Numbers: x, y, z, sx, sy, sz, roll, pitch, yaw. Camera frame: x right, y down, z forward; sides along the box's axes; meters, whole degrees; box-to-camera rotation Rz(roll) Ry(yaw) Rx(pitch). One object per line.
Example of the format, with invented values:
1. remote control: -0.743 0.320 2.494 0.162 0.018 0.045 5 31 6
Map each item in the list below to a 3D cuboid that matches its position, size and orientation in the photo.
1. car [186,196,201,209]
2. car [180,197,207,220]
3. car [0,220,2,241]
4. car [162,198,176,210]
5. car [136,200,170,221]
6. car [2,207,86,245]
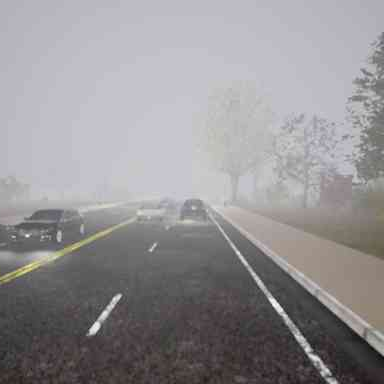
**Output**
1. car: 0.264 1.391 44.450 1.882 1.535 5.008 0 0 1
2. car: 0.153 1.304 27.934 2.097 1.767 4.553 0 0 1
3. car: -9.698 1.566 13.887 1.994 1.385 4.181 0 0 1
4. car: -3.008 1.476 41.767 2.033 1.411 5.357 0 0 1
5. car: -3.121 1.565 26.455 1.895 1.301 4.718 0 0 1
6. car: -6.516 1.497 15.640 1.837 1.490 4.892 0 0 0
